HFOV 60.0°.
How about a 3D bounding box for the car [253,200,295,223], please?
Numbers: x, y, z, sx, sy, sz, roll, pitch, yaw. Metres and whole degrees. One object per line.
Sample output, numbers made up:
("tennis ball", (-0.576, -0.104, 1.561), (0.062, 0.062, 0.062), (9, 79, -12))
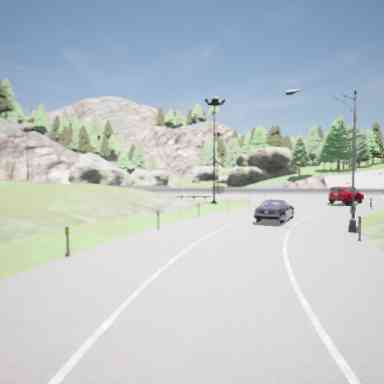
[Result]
("car", (5.672, 1.225, 22.606), (2.033, 1.411, 5.357), (1, 2, 26))

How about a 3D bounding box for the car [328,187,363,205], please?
("car", (17.910, 0.398, 38.664), (5.566, 2.045, 2.150), (-2, 3, -43))
